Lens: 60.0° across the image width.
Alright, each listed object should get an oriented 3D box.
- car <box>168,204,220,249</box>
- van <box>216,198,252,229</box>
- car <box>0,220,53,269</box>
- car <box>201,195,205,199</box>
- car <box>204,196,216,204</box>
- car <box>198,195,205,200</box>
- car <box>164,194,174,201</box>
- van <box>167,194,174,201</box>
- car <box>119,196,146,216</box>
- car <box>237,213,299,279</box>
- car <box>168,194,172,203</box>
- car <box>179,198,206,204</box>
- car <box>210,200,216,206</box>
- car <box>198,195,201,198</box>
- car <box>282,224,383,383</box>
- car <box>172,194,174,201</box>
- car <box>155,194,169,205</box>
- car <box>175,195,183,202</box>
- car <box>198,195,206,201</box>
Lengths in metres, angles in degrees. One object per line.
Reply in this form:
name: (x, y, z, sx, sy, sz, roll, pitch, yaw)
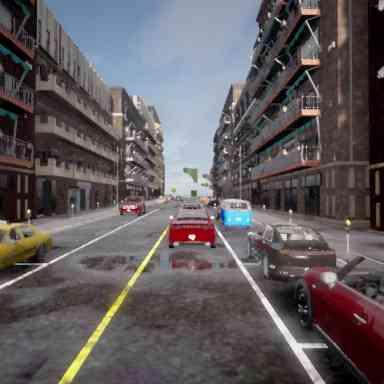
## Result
car: (0.001, 1.490, 14.652, 1.882, 1.535, 5.008, 0, 0, 0)
van: (2.705, 1.349, 21.085, 1.690, 1.788, 3.998, 1, 0, 0)
car: (-5.678, 1.527, 9.632, 1.752, 1.417, 4.829, 1, 0, 0)
car: (3.113, 1.384, 54.959, 2.097, 1.767, 4.553, 0, 0, 0)
car: (3.149, 1.552, 47.988, 1.812, 1.442, 4.674, 0, 0, 0)
car: (2.709, 1.635, 94.688, 1.947, 1.339, 4.313, 1, 0, 0)
car: (-5.675, 1.372, 83.404, 2.192, 1.841, 5.009, 1, 0, 0)
van: (-5.675, 1.404, 89.065, 1.690, 1.788, 3.998, 1, 0, 0)
car: (-5.674, 1.330, 32.449, 2.192, 1.841, 5.009, 1, 0, 0)
car: (2.702, 1.553, 9.762, 2.008, 1.369, 4.403, 1, 0, 0)
car: (-5.678, 1.585, 66.418, 1.887, 1.381, 4.507, 1, 0, 0)
car: (0.000, 1.547, 29.654, 1.812, 1.442, 4.674, 0, 0, 0)
car: (2.701, 1.593, 26.747, 1.802, 1.307, 4.206, 1, 0, 0)
car: (2.703, 1.583, 83.535, 1.752, 1.417, 4.829, 1, 0, 0)
car: (2.704, 1.440, 4.100, 1.967, 1.590, 4.097, 1, 0, 0)
car: (-5.677, 1.486, 72.081, 1.967, 1.590, 4.097, 1, 0, 0)
car: (-5.679, 1.561, 60.587, 1.752, 1.417, 4.829, 1, 0, 0)
car: (-3.000, 1.471, 76.725, 1.882, 1.535, 5.008, 0, 0, 0)
car: (2.705, 1.608, 89.026, 1.887, 1.381, 4.507, 1, 0, 0)
